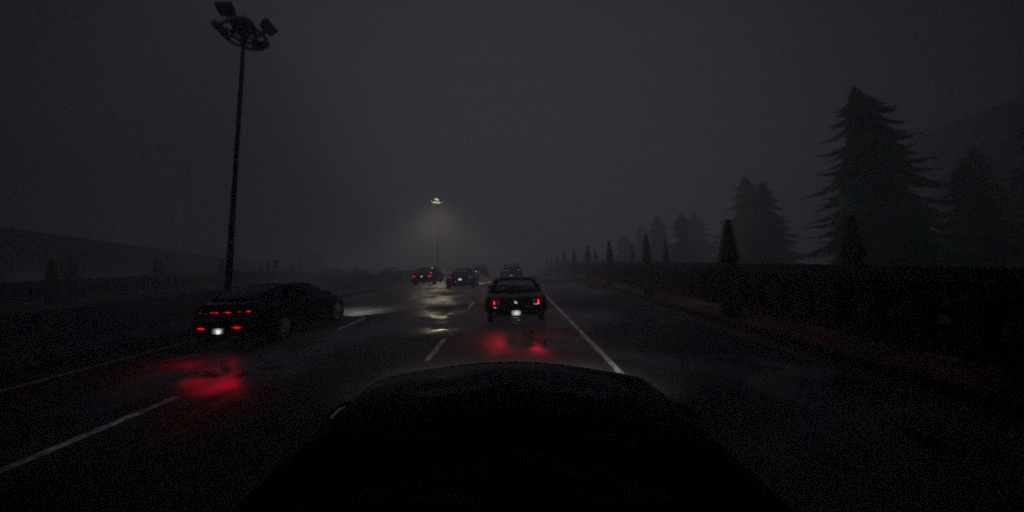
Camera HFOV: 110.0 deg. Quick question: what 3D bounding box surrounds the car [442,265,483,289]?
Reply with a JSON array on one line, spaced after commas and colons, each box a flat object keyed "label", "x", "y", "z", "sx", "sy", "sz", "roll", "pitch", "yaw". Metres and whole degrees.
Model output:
[{"label": "car", "x": -3.485, "y": 1.540, "z": 25.850, "sx": 1.994, "sy": 1.385, "sz": 4.181, "roll": -2, "pitch": 0, "yaw": -1}]

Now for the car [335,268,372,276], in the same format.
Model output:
[{"label": "car", "x": -17.703, "y": 2.103, "z": 41.100, "sx": 2.128, "sy": 1.511, "sz": 4.902, "roll": -2, "pitch": -2, "yaw": 0}]

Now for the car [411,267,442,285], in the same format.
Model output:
[{"label": "car", "x": -7.020, "y": 1.654, "z": 30.243, "sx": 2.033, "sy": 1.411, "sz": 5.357, "roll": -2, "pitch": 0, "yaw": 0}]

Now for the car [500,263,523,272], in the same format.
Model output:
[{"label": "car", "x": -0.036, "y": 1.390, "z": 31.851, "sx": 2.128, "sy": 1.511, "sz": 4.902, "roll": -2, "pitch": 0, "yaw": 0}]

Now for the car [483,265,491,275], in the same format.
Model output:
[{"label": "car", "x": -3.602, "y": 1.736, "z": 42.284, "sx": 1.812, "sy": 1.442, "sz": 4.674, "roll": -2, "pitch": -2, "yaw": 0}]

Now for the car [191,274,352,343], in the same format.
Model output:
[{"label": "car", "x": -6.878, "y": 1.512, "z": 10.770, "sx": 1.837, "sy": 1.490, "sz": 4.892, "roll": -2, "pitch": 0, "yaw": 0}]

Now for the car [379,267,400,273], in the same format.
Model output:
[{"label": "car", "x": -14.202, "y": 2.055, "z": 41.877, "sx": 1.812, "sy": 1.442, "sz": 4.674, "roll": -2, "pitch": -2, "yaw": 0}]

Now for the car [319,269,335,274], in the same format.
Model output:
[{"label": "car", "x": -21.199, "y": 2.247, "z": 42.399, "sx": 1.882, "sy": 1.535, "sz": 5.008, "roll": -2, "pitch": -2, "yaw": 0}]

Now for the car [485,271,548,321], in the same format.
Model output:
[{"label": "car", "x": 0.107, "y": 1.402, "z": 12.806, "sx": 1.895, "sy": 1.301, "sz": 4.718, "roll": -2, "pitch": 0, "yaw": 0}]
